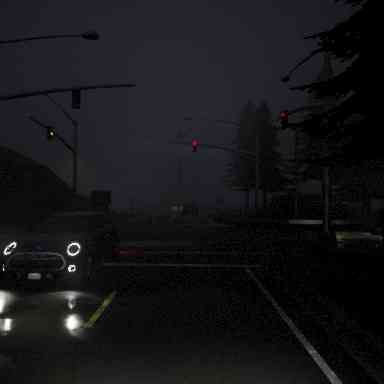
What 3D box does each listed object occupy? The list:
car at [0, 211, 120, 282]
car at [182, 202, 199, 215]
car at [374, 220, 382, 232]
[{"bbox_3d":[-3.677,1.427,10.110,2.097,1.767,4.553,0,-1,1],"label":"car"},{"bbox_3d":[-0.163,1.920,39.834,2.128,1.511,4.902,0,-1,0],"label":"car"},{"bbox_3d":[14.211,1.864,21.256,4.553,1.767,2.097,0,-1,0],"label":"car"}]
